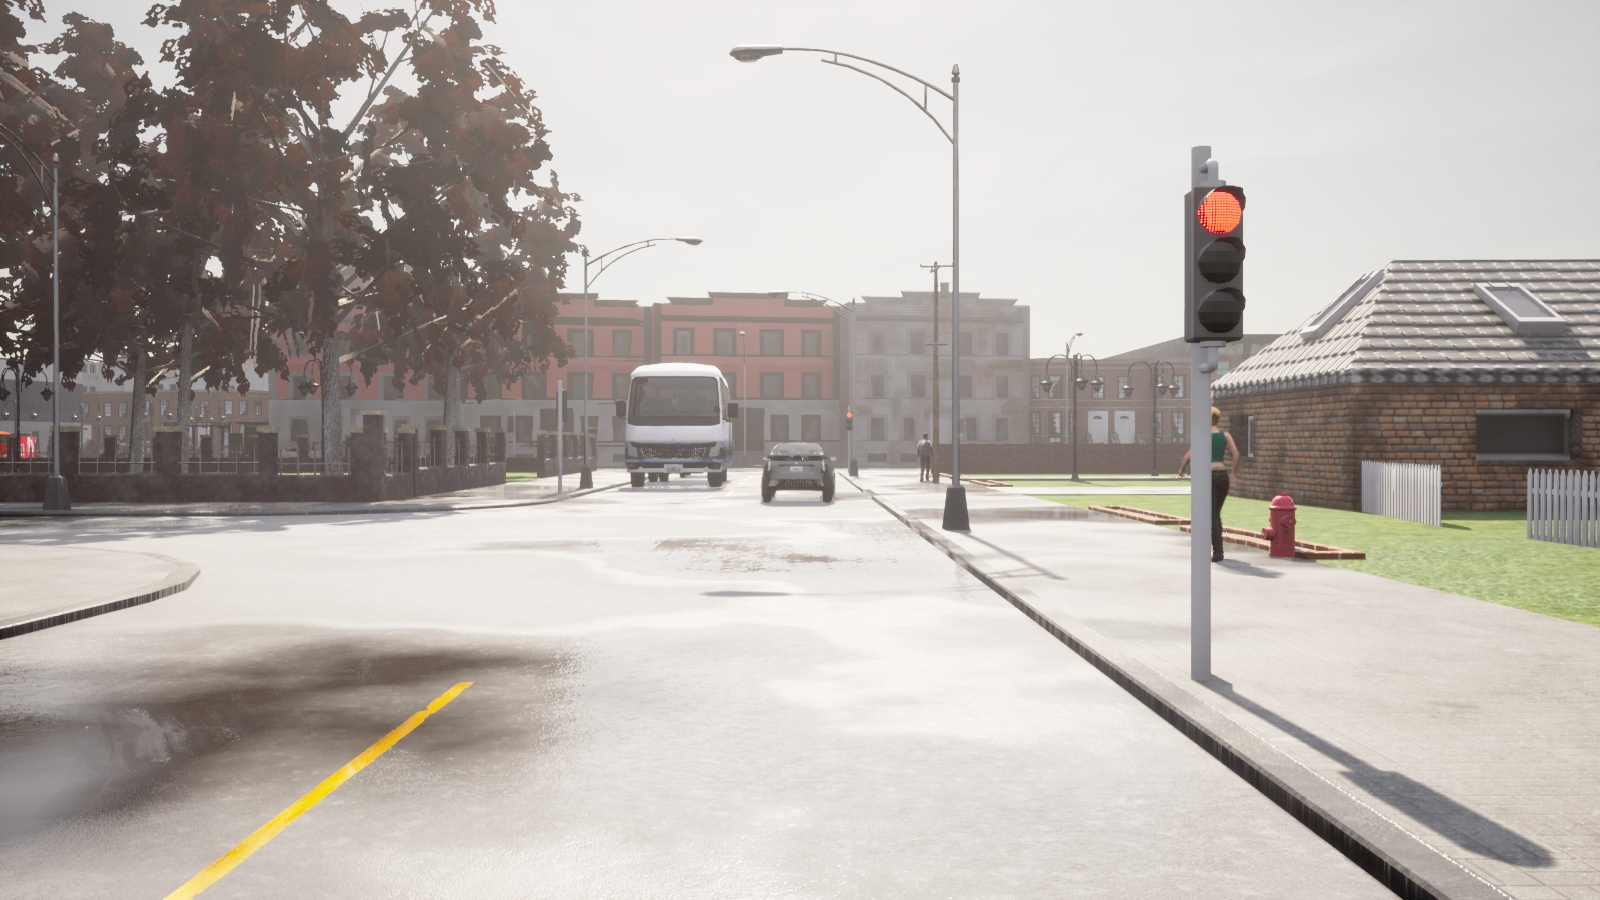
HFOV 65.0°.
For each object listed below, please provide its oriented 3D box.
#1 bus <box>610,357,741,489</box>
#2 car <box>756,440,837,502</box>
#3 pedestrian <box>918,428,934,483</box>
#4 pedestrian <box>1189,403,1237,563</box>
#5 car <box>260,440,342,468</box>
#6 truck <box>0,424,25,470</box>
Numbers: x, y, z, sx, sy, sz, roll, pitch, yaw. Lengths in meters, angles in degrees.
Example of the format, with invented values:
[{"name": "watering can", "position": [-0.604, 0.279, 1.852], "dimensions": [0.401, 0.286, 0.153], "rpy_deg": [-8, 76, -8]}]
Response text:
[{"name": "bus", "position": [-4.227, -0.889, 45.382], "dimensions": [3.944, 4.253, 10.273], "rpy_deg": [0, 0, -1]}, {"name": "car", "position": [-0.035, 0.506, 33.171], "dimensions": [2.007, 1.525, 4.514], "rpy_deg": [0, 0, 1]}, {"name": "pedestrian", "position": [4.539, 0.204, 45.223], "dimensions": [0.423, 1.949, 0.788], "rpy_deg": [0, 0, 17]}, {"name": "pedestrian", "position": [4.848, 0.377, 14.756], "dimensions": [0.345, 1.836, 0.594], "rpy_deg": [0, 0, -2]}, {"name": "car", "position": [-28.904, 0.211, 72.788], "dimensions": [3.988, 1.617, 1.851], "rpy_deg": [0, 0, 0]}, {"name": "truck", "position": [-45.834, -0.165, 68.737], "dimensions": [5.204, 2.467, 2.627], "rpy_deg": [0, 0, 0]}]
